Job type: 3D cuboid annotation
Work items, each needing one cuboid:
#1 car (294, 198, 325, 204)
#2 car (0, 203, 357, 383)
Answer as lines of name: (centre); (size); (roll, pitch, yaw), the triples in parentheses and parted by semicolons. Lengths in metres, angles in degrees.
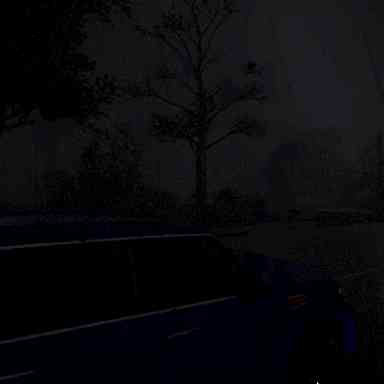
car: (15.903, 1.543, 45.039); (1.812, 1.442, 4.674); (0, 0, -28)
car: (-0.735, 1.221, 3.186); (5.566, 2.045, 2.150); (0, 0, -35)
